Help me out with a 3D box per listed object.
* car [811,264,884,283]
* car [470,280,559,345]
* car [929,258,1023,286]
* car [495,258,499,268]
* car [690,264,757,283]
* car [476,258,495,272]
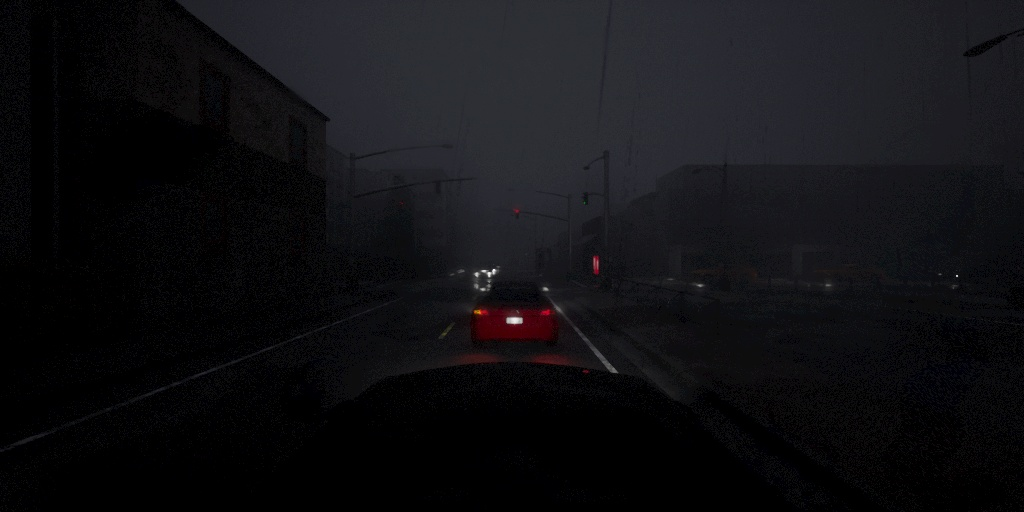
[{"bbox_3d":[27.555,1.404,29.538,5.008,1.535,1.882,0,0,0],"label":"car"},{"bbox_3d":[0.072,1.314,9.472,1.994,1.385,4.181,0,0,0],"label":"car"},{"bbox_3d":[38.045,1.148,29.531,5.566,2.045,2.150,0,0,0],"label":"car"},{"bbox_3d":[-3.519,1.351,56.857,1.895,1.301,4.718,0,0,0],"label":"car"},{"bbox_3d":[17.330,1.404,29.529,5.008,1.535,1.882,0,0,0],"label":"car"},{"bbox_3d":[-3.543,1.276,46.343,1.812,1.442,4.674,0,0,0],"label":"car"}]
